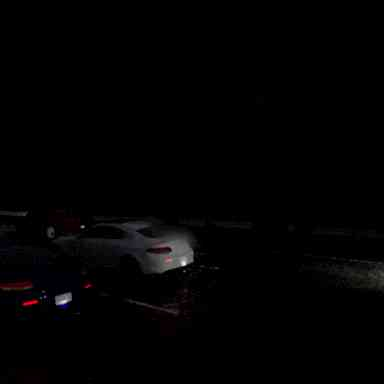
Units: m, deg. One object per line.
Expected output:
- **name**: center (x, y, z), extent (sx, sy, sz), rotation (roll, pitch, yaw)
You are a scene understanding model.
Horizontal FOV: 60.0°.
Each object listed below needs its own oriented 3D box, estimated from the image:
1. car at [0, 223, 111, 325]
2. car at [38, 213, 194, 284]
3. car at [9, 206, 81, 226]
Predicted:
- **car**: center (-3.953, 1.526, 6.536), extent (4.674, 1.442, 1.812), rotation (0, 0, 33)
- **car**: center (-2.134, 1.521, 9.518), extent (4.674, 1.442, 1.812), rotation (0, 0, 33)
- **car**: center (-7.212, 1.474, 16.837), extent (5.008, 1.535, 1.882), rotation (0, 0, 31)
